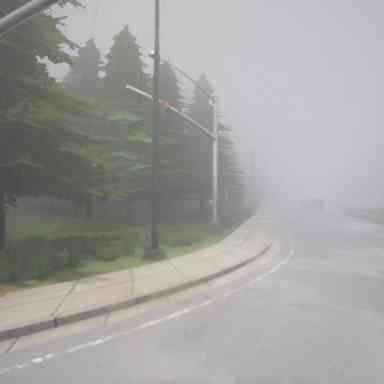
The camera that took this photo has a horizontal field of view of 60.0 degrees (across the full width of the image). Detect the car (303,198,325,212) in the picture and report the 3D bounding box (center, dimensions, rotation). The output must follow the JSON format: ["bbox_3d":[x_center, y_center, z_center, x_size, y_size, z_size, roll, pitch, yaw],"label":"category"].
[{"bbox_3d":[18.335,1.885,49.607,2.150,2.045,5.566,0,-1,12],"label":"car"}]

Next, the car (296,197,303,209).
[{"bbox_3d":[20.484,2.138,59.720,2.097,1.767,4.553,0,-1,12],"label":"car"}]
